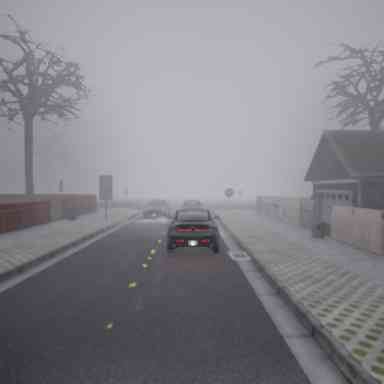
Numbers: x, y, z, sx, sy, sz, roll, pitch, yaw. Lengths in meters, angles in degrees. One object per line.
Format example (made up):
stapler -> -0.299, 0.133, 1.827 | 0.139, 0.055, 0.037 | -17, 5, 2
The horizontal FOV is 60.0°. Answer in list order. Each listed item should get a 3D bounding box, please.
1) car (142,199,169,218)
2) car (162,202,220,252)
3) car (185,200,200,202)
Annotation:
car -> -2.775, 1.294, 27.189 | 2.033, 1.411, 5.357 | 0, 0, 0
car -> 0.046, 1.375, 13.262 | 1.837, 1.490, 4.892 | 0, 1, 0
car -> 0.031, 1.318, 26.185 | 1.994, 1.385, 4.181 | 0, 0, 0
